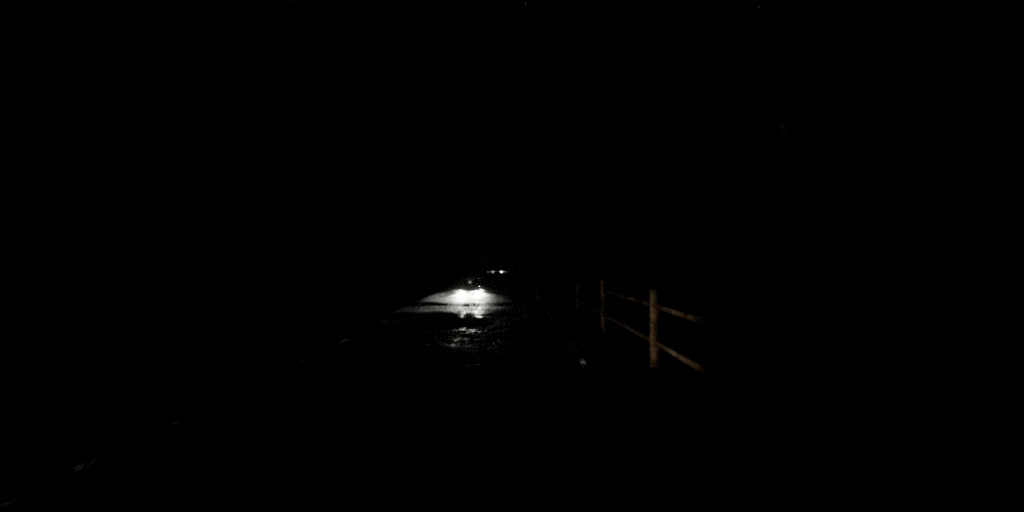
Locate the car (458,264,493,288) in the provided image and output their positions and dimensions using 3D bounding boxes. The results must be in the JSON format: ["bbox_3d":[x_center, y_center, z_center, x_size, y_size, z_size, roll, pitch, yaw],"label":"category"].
[{"bbox_3d":[-2.848,1.545,26.803,2.128,1.511,4.902,0,-1,0],"label":"car"}]
